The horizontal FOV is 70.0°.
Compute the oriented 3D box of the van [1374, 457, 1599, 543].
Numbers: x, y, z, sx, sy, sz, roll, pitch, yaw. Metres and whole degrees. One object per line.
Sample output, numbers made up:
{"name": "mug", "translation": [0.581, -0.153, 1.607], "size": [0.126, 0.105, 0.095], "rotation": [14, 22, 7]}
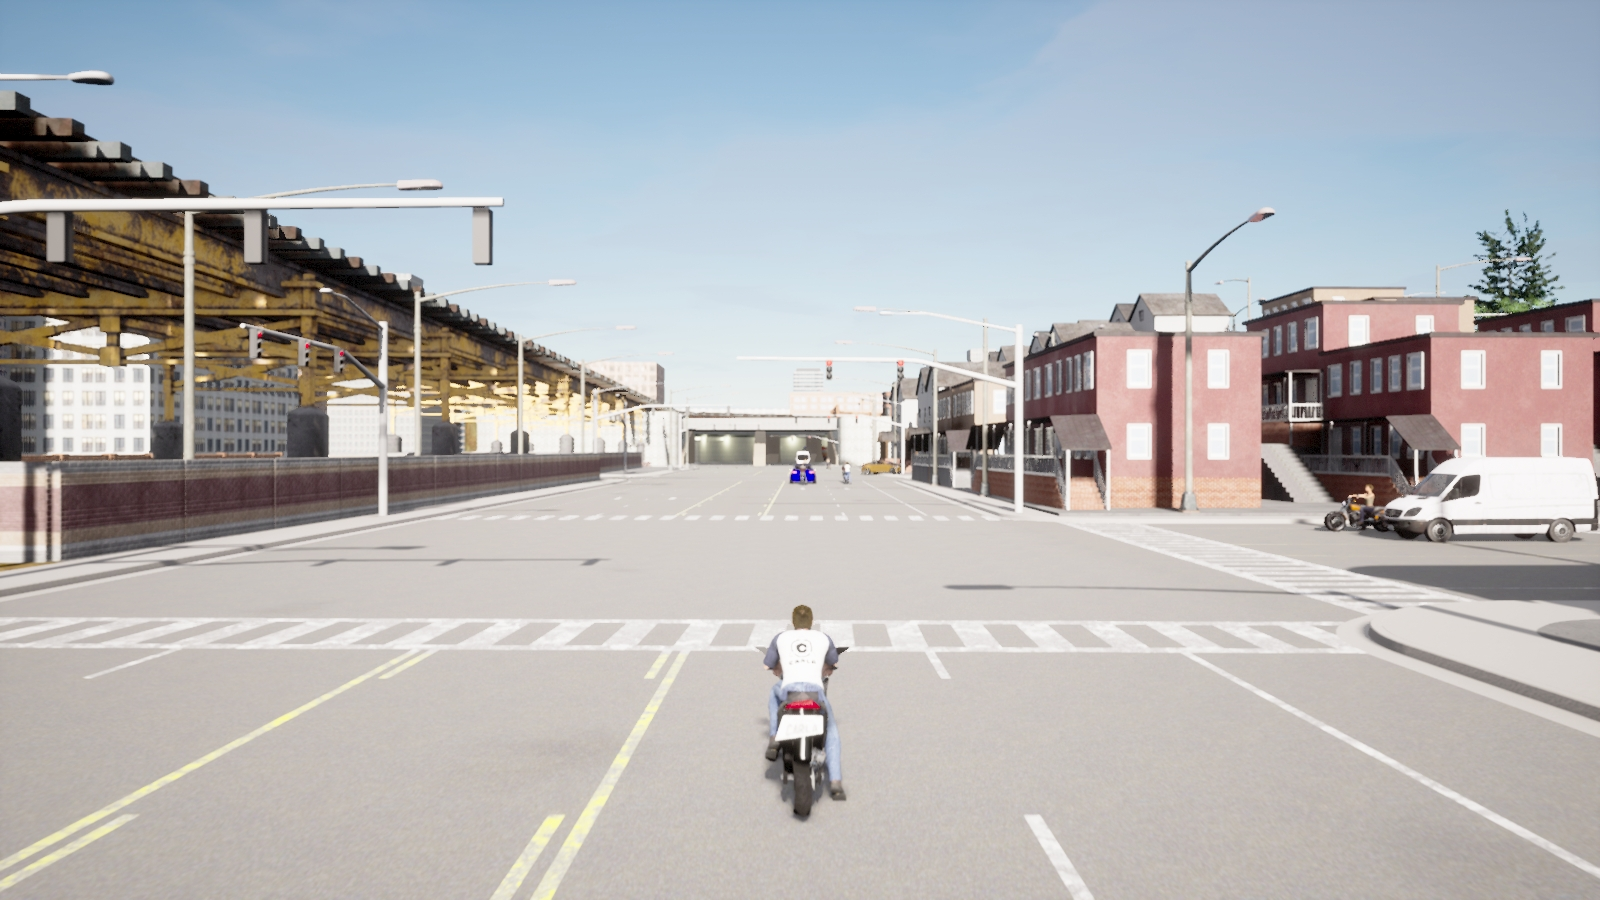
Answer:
{"name": "van", "translation": [21.165, 1.518, 35.268], "size": [5.915, 2.561, 1.988], "rotation": [0, 0, 0]}

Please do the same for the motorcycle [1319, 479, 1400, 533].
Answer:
{"name": "motorcycle", "translation": [18.983, 1.889, 38.777], "size": [2.356, 1.802, 0.764], "rotation": [0, 0, 0]}

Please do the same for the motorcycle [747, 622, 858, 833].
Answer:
{"name": "motorcycle", "translation": [0.021, 2.169, 9.321], "size": [0.803, 1.224, 2.033], "rotation": [0, 0, 0]}
